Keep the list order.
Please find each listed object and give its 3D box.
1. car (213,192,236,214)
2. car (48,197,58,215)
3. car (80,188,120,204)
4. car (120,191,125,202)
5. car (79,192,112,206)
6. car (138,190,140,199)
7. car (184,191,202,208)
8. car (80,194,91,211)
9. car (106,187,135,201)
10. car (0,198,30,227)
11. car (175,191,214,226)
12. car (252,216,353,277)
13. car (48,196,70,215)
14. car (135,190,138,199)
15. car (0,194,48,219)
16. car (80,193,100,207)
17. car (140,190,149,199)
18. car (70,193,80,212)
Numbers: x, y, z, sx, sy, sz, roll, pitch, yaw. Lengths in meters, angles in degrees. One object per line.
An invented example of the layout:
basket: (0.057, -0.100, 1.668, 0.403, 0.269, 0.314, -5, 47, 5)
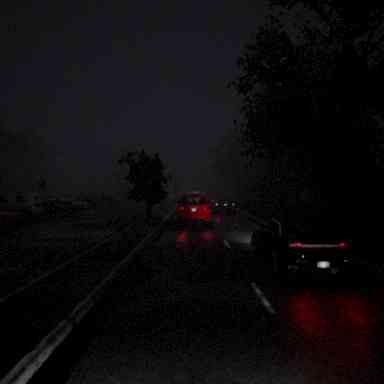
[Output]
car: (3.102, 1.192, 33.082, 2.097, 1.767, 4.553, 0, 1, 0)
car: (-13.852, 1.429, 27.276, 4.792, 1.488, 2.163, -1, 1, -20)
car: (-13.791, 0.854, 48.315, 5.566, 2.045, 2.435, -1, 1, -20)
car: (-13.636, 1.055, 51.370, 5.366, 1.575, 1.946, -1, 1, -20)
car: (-13.788, 1.178, 45.316, 4.792, 1.488, 2.163, -1, 1, -20)
car: (-13.831, 0.729, 69.297, 4.553, 1.767, 2.185, -1, 0, -20)
car: (0.102, 0.915, 42.926, 2.150, 2.045, 5.566, 0, 1, 0)
car: (-13.822, 1.327, 36.300, 4.674, 1.452, 2.002, -1, 1, -20)
car: (-13.831, 0.696, 60.284, 5.566, 2.045, 2.435, -1, 1, -20)
car: (-13.658, 1.445, 21.349, 5.366, 1.575, 1.946, -1, 0, -20)
car: (0.101, 1.168, 23.149, 2.150, 2.045, 5.566, 0, 1, 0)
car: (3.101, 1.492, 10.263, 2.128, 1.511, 4.902, 0, 0, 0)
car: (-13.827, 1.410, 30.301, 4.674, 1.452, 2.002, -1, 0, -20)
car: (-13.770, 0.756, 66.312, 4.553, 1.767, 2.185, -1, 1, -20)
car: (-13.857, 1.177, 24.274, 5.566, 2.045, 2.435, -1, 1, -20)
car: (-13.811, 1.243, 39.300, 5.008, 1.535, 2.097, -1, 1, -20)
car: (-13.819, 0.530, 78.294, 5.566, 2.045, 2.435, -1, 1, -20)
car: (-13.854, 1.203, 33.287, 4.553, 1.767, 2.185, -1, 1, -20)
